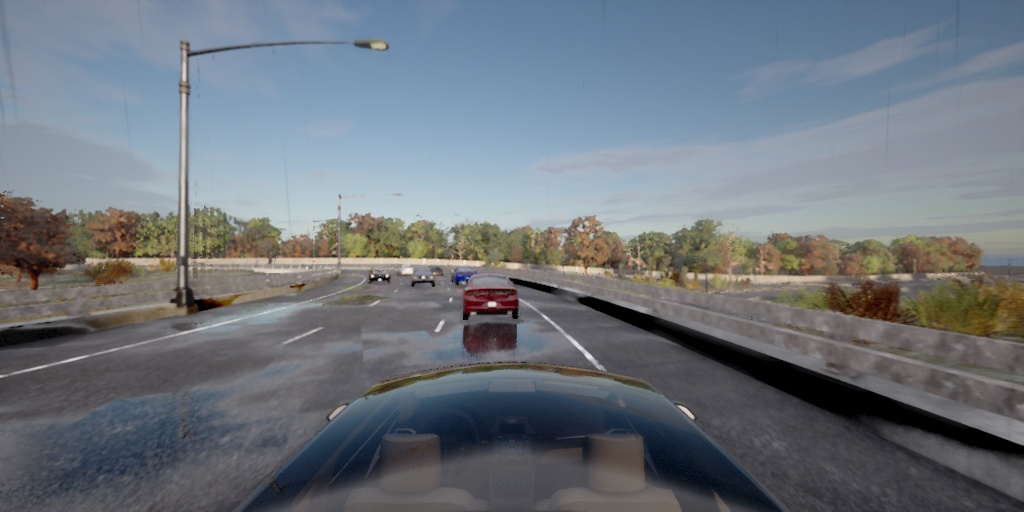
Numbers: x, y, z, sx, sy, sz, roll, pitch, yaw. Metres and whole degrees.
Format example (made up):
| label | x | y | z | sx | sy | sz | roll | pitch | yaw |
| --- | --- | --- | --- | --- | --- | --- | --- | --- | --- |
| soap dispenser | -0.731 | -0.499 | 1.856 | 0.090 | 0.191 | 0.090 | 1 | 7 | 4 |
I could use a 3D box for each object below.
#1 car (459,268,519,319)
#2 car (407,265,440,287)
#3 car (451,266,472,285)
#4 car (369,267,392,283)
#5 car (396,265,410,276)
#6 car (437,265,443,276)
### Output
| label | x | y | z | sx | sy | sz | roll | pitch | yaw |
| --- | --- | --- | --- | --- | --- | --- | --- | --- | --- |
| car | -0.902 | 1.396 | 13.738 | 1.882 | 1.535 | 5.008 | 0 | -1 | -6 |
| car | -7.317 | 1.707 | 29.474 | 2.033 | 1.411 | 5.357 | 0 | -1 | -15 |
| car | -4.144 | 1.647 | 31.033 | 1.882 | 1.535 | 5.008 | 0 | -1 | -15 |
| car | -12.299 | 1.836 | 33.645 | 1.895 | 1.301 | 4.718 | 0 | -1 | -18 |
| car | -14.252 | 1.968 | 48.174 | 1.812 | 1.442 | 4.674 | 0 | -1 | -26 |
| car | -10.754 | 1.945 | 48.956 | 1.837 | 1.490 | 4.892 | 0 | -1 | -24 |
